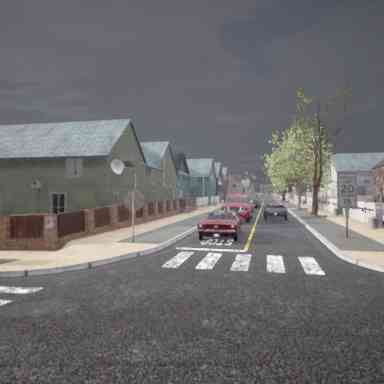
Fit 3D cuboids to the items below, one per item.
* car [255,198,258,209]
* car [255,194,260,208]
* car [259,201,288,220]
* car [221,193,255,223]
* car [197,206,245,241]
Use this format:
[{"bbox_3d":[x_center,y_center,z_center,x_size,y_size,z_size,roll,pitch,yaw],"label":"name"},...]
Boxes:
[{"bbox_3d":[5.836,1.610,36.149,1.895,1.301,4.718,0,0,13],"label":"car"},{"bbox_3d":[8.247,1.230,46.496,2.150,2.045,5.566,0,0,17],"label":"car"},{"bbox_3d":[7.037,1.501,28.121,2.128,1.511,4.902,0,0,13],"label":"car"},{"bbox_3d":[3.632,1.229,26.435,2.150,2.045,5.566,0,0,13],"label":"car"},{"bbox_3d":[1.515,1.606,16.917,1.895,1.301,4.718,0,0,11],"label":"car"}]
